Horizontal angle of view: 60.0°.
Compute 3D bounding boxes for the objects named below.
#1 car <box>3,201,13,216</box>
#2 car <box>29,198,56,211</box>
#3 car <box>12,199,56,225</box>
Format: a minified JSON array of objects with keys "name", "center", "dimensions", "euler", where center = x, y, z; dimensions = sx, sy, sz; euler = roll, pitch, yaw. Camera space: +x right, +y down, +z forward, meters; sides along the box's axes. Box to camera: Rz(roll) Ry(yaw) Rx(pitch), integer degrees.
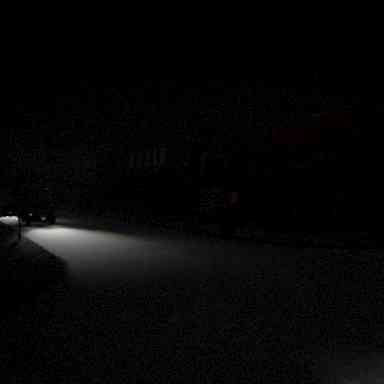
[{"name":"car","center":[-17.085,1.577,32.282],"dimensions":[1.994,1.385,4.181],"euler":[0,0,-35]},{"name":"car","center":[-19.187,1.575,42.460],"dimensions":[2.033,1.411,5.357],"euler":[0,0,-37]},{"name":"car","center":[-11.291,1.506,24.129],"dimensions":[2.128,1.511,4.902],"euler":[0,0,-35]}]
